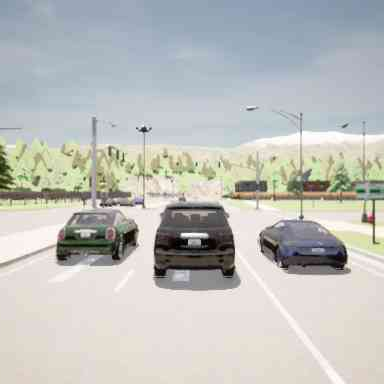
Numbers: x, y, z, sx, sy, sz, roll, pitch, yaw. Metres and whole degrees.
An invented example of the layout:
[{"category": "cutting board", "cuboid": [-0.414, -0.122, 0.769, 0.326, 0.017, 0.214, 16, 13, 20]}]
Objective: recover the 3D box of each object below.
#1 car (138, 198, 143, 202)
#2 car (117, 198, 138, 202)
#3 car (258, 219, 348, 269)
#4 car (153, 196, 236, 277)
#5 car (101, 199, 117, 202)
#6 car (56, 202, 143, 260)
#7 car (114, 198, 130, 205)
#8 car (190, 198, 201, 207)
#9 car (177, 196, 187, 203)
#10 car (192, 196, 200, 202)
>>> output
[{"category": "car", "cuboid": [-10.781, 1.852, 65.885, 1.882, 1.535, 5.008, 0, 0, 1]}, {"category": "car", "cuboid": [-10.981, 1.887, 56.922, 1.994, 1.385, 4.181, 0, 0, 1]}, {"category": "car", "cuboid": [3.583, 1.630, 11.431, 1.994, 1.385, 4.181, 0, 0, 0]}, {"category": "car", "cuboid": [0.076, 1.286, 10.615, 2.150, 2.045, 5.566, 0, 0, 0]}, {"category": "car", "cuboid": [-14.463, 1.875, 57.797, 2.033, 1.411, 5.357, 0, 0, 1]}, {"category": "car", "cuboid": [-3.408, 1.425, 12.818, 2.097, 1.767, 4.553, 0, 0, 0]}, {"category": "car", "cuboid": [-14.228, 1.933, 67.853, 2.033, 1.411, 5.357, 0, 0, 1]}, {"category": "car", "cuboid": [0.612, 1.853, 57.560, 1.812, 1.442, 4.674, 0, 0, 1]}, {"category": "car", "cuboid": [-2.487, 1.830, 83.040, 2.128, 1.511, 4.902, 0, 0, 1]}, {"category": "car", "cuboid": [1.012, 1.783, 82.988, 1.882, 1.535, 5.008, 0, 0, 1]}]
